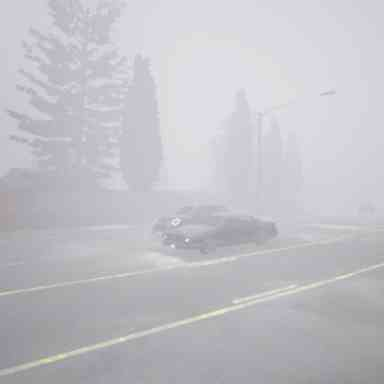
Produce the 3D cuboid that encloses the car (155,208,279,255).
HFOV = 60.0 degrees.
[{"bbox_3d":[1.382,1.595,13.855,5.357,1.411,2.033,0,0,-38],"label":"car"}]

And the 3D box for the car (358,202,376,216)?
[{"bbox_3d":[26.626,2.502,50.631,2.150,2.045,5.566,0,-2,27],"label":"car"}]

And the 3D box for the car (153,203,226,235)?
[{"bbox_3d":[0.182,1.412,17.470,4.553,1.767,2.097,0,0,-39],"label":"car"}]
